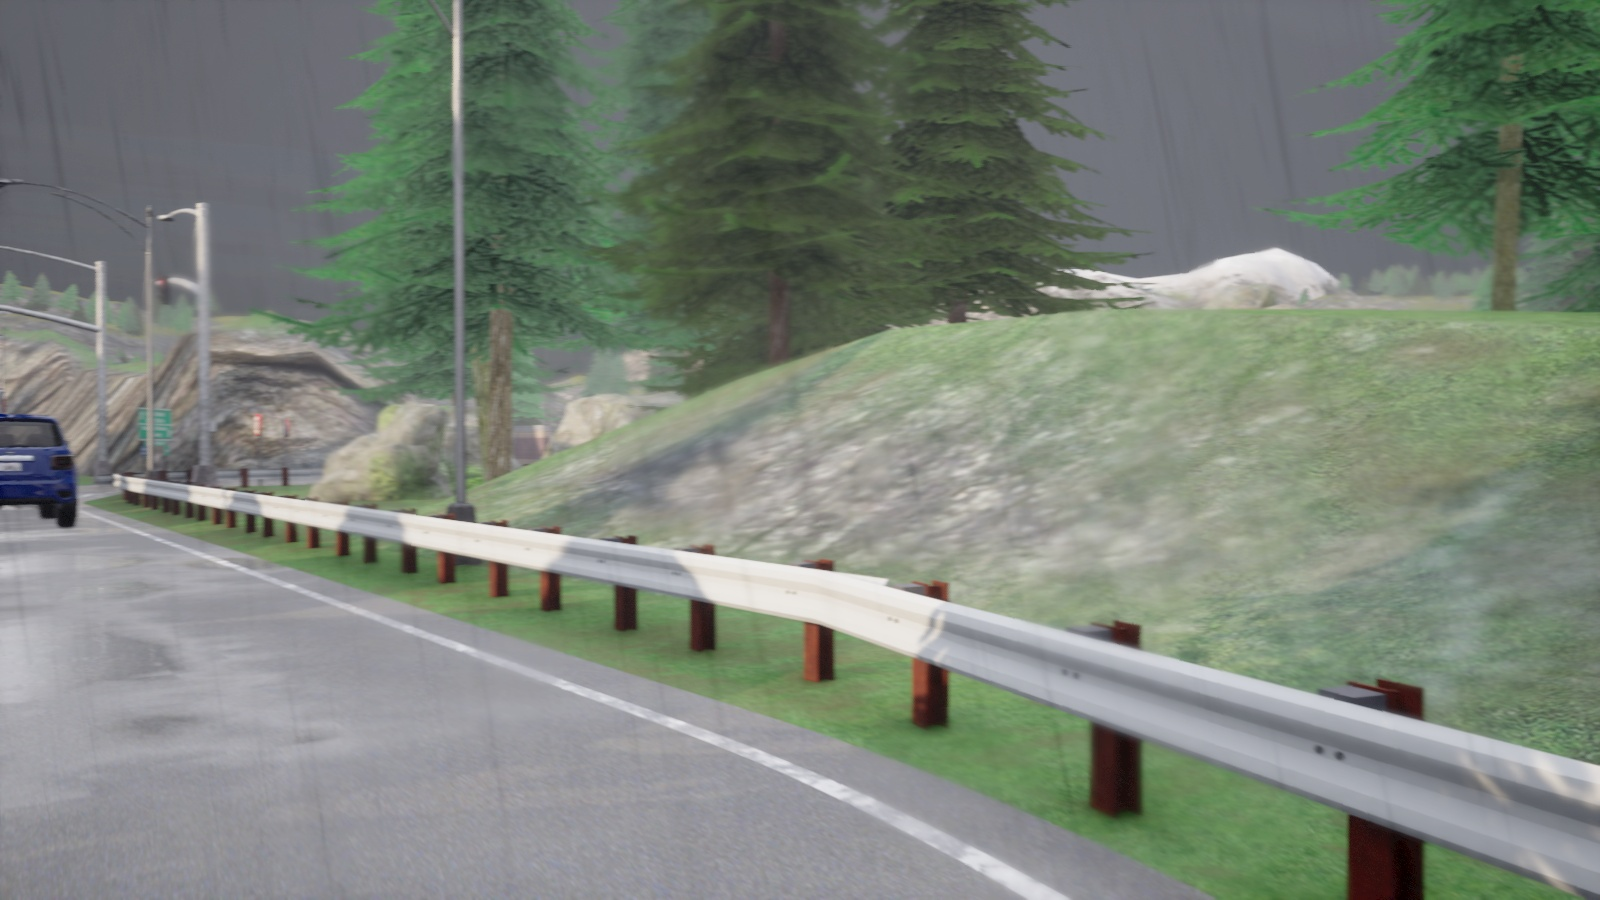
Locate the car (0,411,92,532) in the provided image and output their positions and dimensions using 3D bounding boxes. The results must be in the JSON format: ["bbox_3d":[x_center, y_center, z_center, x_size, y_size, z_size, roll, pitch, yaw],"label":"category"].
[{"bbox_3d":[-14.928,0.346,23.710,2.150,2.045,5.566,0,0,-35],"label":"car"}]

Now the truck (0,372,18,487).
[{"bbox_3d":[-29.907,-0.671,44.781,2.891,3.827,8.468,0,0,-35],"label":"truck"}]
